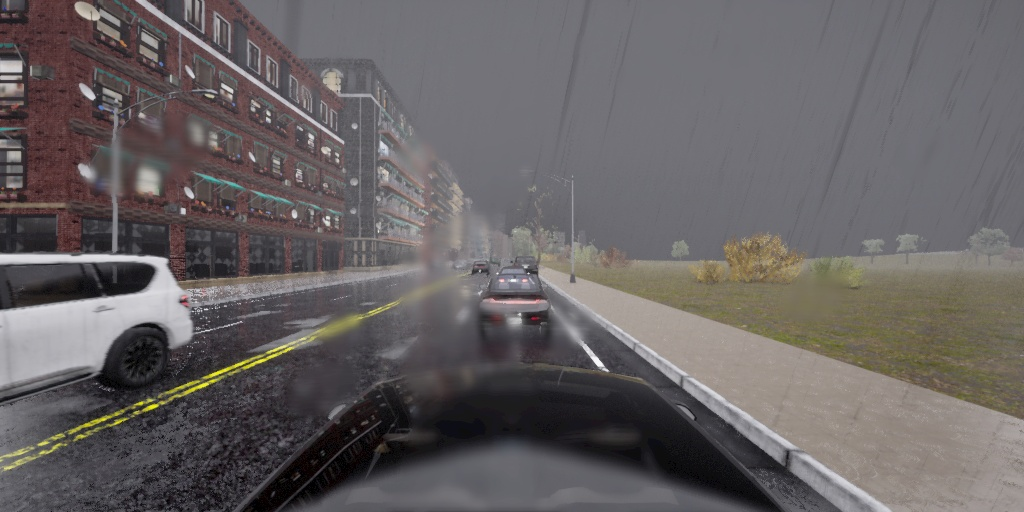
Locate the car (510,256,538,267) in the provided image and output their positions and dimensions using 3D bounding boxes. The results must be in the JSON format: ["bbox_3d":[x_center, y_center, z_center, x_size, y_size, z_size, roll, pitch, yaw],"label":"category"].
[{"bbox_3d":[1.073,0.978,31.007,2.150,2.045,5.566,0,0,0],"label":"car"}]

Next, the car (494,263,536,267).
[{"bbox_3d":[0.062,1.300,20.794,2.033,1.411,5.357,0,0,0],"label":"car"}]

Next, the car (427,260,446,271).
[{"bbox_3d":[-9.950,1.258,47.660,1.837,1.490,4.892,0,0,0],"label":"car"}]

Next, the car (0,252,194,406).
[{"bbox_3d":[-6.605,0.972,3.878,2.150,2.045,5.566,0,0,0],"label":"car"}]

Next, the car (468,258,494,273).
[{"bbox_3d":[-3.232,1.257,38.415,1.837,1.490,4.892,0,0,0],"label":"car"}]

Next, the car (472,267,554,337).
[{"bbox_3d":[0.082,1.243,10.354,2.128,1.511,4.902,0,0,0],"label":"car"}]

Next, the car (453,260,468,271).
[{"bbox_3d":[-6.700,1.244,47.938,2.128,1.511,4.902,0,0,0],"label":"car"}]
